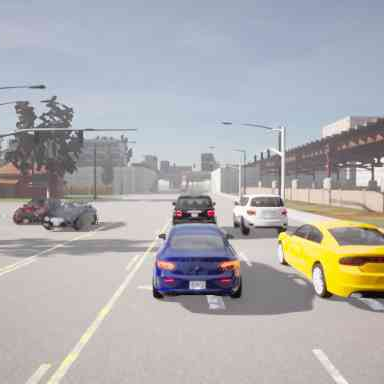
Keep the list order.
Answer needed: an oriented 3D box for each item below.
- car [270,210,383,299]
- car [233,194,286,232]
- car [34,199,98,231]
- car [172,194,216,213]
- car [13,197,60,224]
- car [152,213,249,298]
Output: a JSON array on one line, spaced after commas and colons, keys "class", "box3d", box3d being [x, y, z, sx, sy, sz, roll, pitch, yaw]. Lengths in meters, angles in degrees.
[{"class": "car", "box3d": [3.606, 1.452, 8.482, 1.882, 1.535, 5.008, 0, 0, 0]}, {"class": "car", "box3d": [3.611, 1.130, 18.316, 2.150, 2.045, 5.566, 0, 0, 0]}, {"class": "car", "box3d": [-7.023, 1.385, 19.767, 2.128, 1.511, 4.902, 0, 0, 1]}, {"class": "car", "box3d": [0.113, 1.130, 17.821, 2.150, 2.045, 5.566, 0, 0, 0]}, {"class": "car", "box3d": [-10.489, 1.219, 23.254, 2.097, 1.767, 4.553, 0, 1, 0]}, {"class": "car", "box3d": [0.106, 1.501, 8.306, 1.812, 1.442, 4.674, 0, 0, 0]}]
